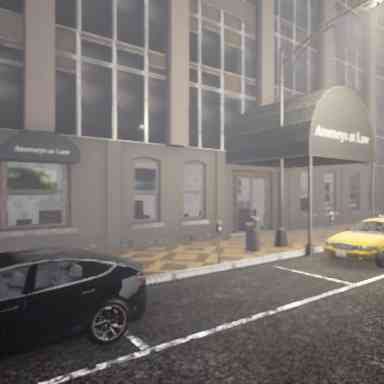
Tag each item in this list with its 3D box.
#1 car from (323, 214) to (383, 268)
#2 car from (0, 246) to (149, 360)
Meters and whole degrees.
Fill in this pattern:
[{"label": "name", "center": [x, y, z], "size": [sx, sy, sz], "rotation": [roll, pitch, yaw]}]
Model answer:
[{"label": "car", "center": [6.288, 1.452, 11.049], "size": [4.829, 1.417, 1.752], "rotation": [0, 1, -35]}, {"label": "car", "center": [-2.706, 1.563, 4.801], "size": [4.313, 1.339, 1.947], "rotation": [0, 1, -35]}]
